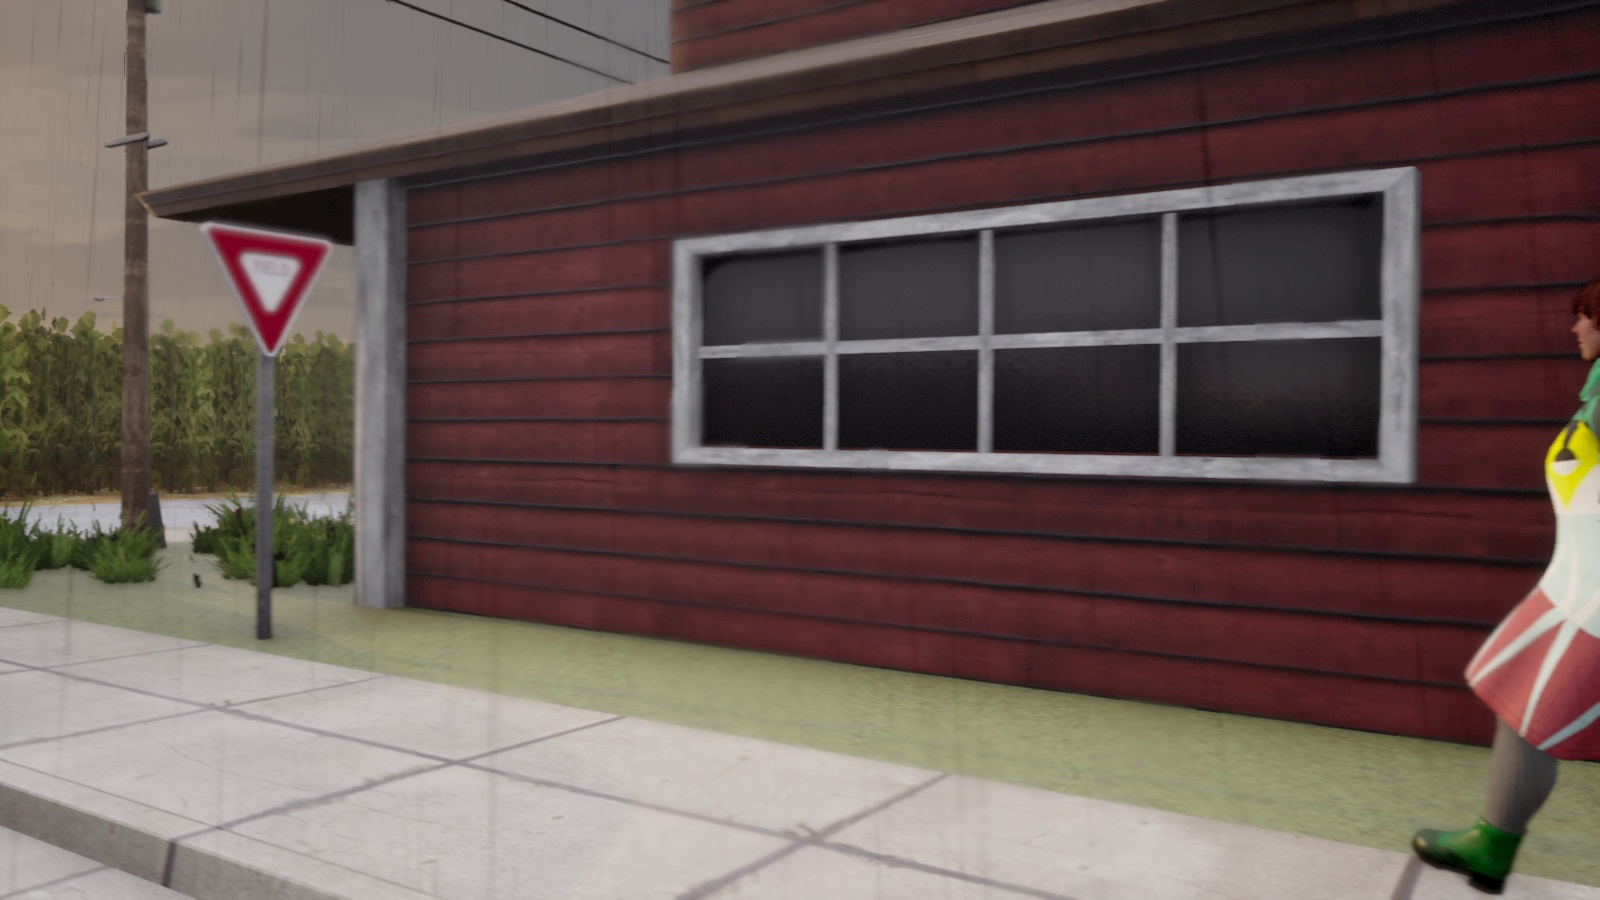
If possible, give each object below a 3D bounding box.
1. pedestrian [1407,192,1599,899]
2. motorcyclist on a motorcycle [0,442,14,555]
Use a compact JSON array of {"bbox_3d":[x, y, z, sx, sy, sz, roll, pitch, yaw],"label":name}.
[{"bbox_3d":[2.240,0.327,3.378,0.659,1.952,0.873,-1,1,-32],"label":"pedestrian"},{"bbox_3d":[-11.644,0.668,16.415,0.866,1.530,2.191,0,1,26],"label":"motorcyclist on a motorcycle"}]
